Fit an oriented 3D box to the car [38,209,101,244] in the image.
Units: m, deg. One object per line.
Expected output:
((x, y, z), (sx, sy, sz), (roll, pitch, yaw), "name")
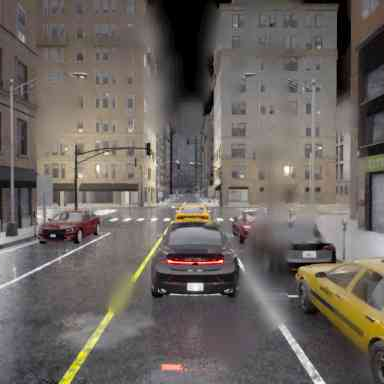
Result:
((-5.664, 1.540, 15.805), (1.887, 1.381, 4.507), (-1, 0, 0), "car")

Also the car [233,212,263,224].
((2.882, 1.577, 15.798), (1.802, 1.307, 4.206), (-1, 0, 0), "car")

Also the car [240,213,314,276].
((2.875, 1.563, 10.213), (1.947, 1.339, 4.313), (-1, 0, 0), "car")

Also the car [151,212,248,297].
((0.073, 1.503, 8.560), (1.837, 1.490, 4.892), (0, 0, 0), "car")

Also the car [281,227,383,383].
((2.869, 1.524, 4.796), (1.752, 1.417, 4.829), (-1, 0, 0), "car")

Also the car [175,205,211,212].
((0.052, 1.472, 18.987), (1.882, 1.535, 5.008), (0, 0, 1), "car")
